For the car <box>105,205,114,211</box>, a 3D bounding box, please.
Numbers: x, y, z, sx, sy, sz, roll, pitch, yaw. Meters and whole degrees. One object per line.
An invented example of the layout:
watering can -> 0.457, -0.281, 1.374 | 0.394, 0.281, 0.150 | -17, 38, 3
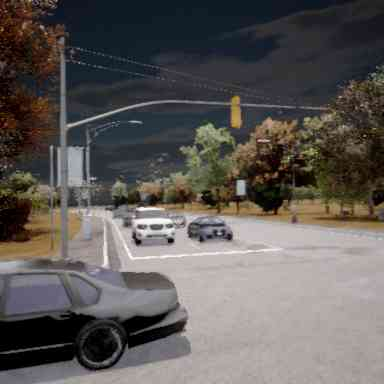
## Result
car -> -22.424, 4.474, 92.043 | 1.837, 1.490, 4.892 | 0, -2, -35

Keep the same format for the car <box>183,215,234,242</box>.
car -> 1.064, 2.235, 20.645 | 1.994, 1.385, 4.181 | -1, -2, -15

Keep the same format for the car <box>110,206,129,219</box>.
car -> -11.224, 3.410, 52.024 | 1.994, 1.385, 4.181 | -1, -2, -18

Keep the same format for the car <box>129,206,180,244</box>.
car -> -2.479, 1.962, 20.460 | 2.150, 2.045, 5.566 | -1, -2, -13

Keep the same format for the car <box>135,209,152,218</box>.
car -> -7.731, 3.394, 52.579 | 1.895, 1.301, 4.718 | -1, -2, -18

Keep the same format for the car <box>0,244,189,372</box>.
car -> -2.778, 1.784, 4.970 | 5.357, 1.411, 2.033 | -1, -2, -18

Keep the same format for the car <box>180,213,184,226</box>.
car -> -1.812, 2.576, 31.690 | 2.128, 1.511, 4.902 | -1, -2, -15

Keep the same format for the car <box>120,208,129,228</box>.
car -> -5.884, 2.724, 33.393 | 1.837, 1.490, 4.892 | -1, -1, -15

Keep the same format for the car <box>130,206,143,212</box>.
car -> -14.374, 4.348, 85.513 | 1.994, 1.385, 4.181 | 0, -2, -31
